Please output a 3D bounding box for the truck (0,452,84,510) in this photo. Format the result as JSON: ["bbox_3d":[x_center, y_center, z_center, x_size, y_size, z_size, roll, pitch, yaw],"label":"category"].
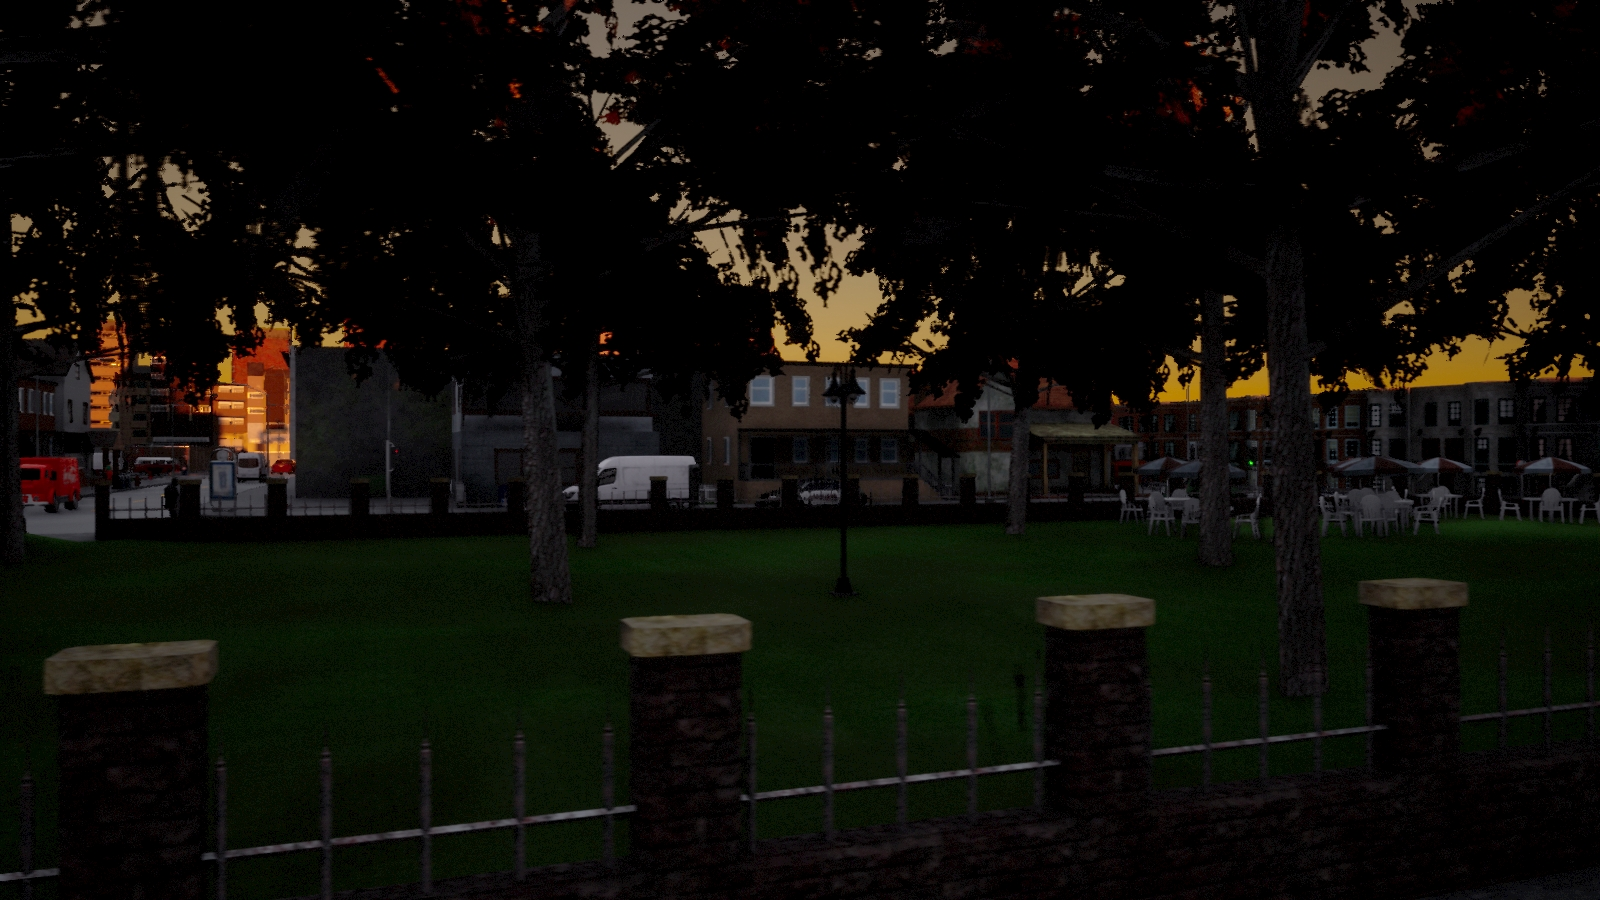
[{"bbox_3d":[-34.472,1.347,51.625,2.627,2.467,5.204,0,0,-20],"label":"truck"}]

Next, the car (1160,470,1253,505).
[{"bbox_3d":[19.534,1.780,54.921,3.988,1.617,1.851,0,0,-20],"label":"car"}]

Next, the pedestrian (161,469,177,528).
[{"bbox_3d":[-20.055,1.525,36.299,0.375,1.860,0.375,0,0,-15],"label":"pedestrian"}]

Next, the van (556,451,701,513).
[{"bbox_3d":[-7.405,1.315,49.327,5.915,2.561,1.988,0,0,-20],"label":"van"}]

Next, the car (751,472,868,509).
[{"bbox_3d":[0.437,1.818,52.309,4.974,1.542,2.038,0,0,-21],"label":"car"}]
